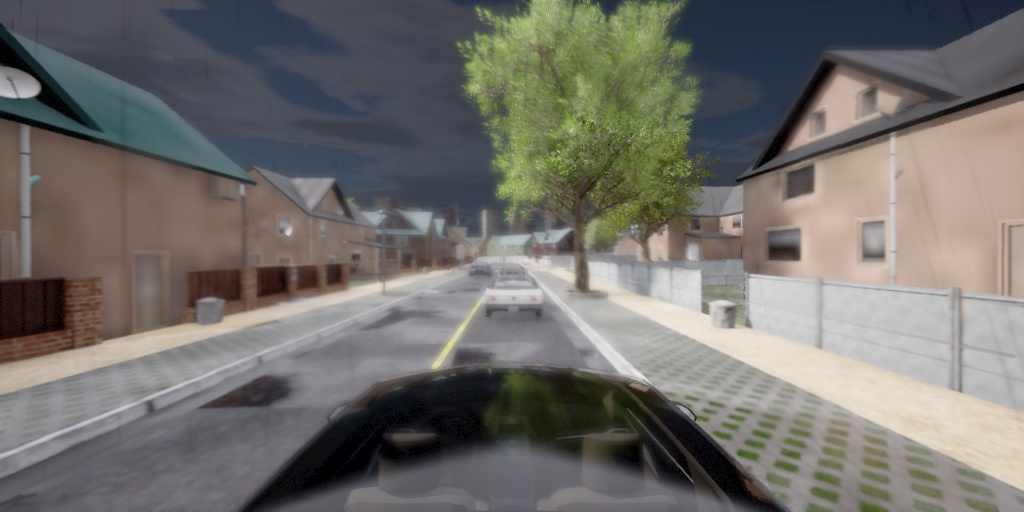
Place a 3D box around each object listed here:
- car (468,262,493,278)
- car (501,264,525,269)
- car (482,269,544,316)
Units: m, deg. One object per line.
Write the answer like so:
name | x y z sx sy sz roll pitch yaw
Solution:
car | -2.811 1.229 33.011 1.994 1.385 4.181 0 0 0
car | 0.068 1.282 27.688 1.895 1.301 4.718 0 0 0
car | 0.067 1.321 13.113 1.895 1.301 4.718 0 0 0
